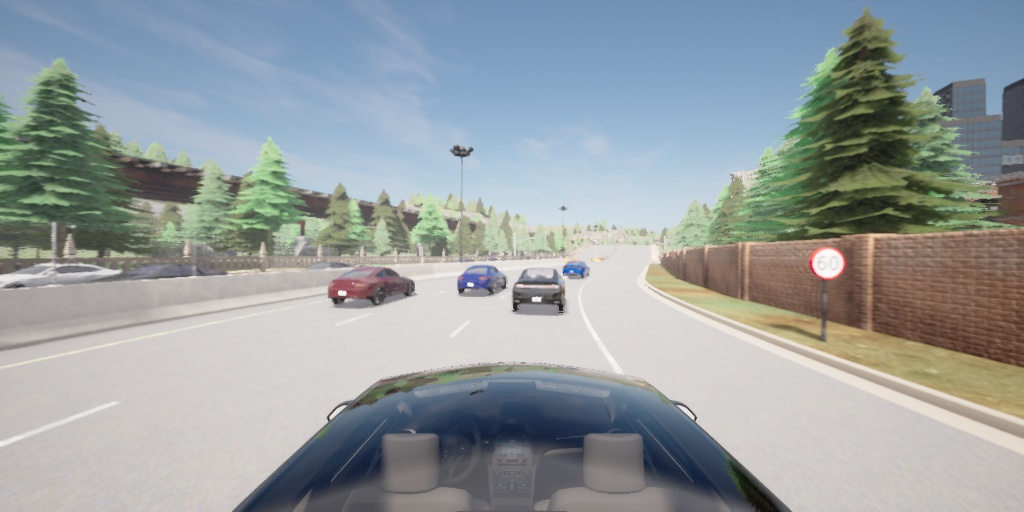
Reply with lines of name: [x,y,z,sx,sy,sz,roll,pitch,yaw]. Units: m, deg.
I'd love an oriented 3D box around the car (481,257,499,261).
car: [-3.593,0.957,56.890,1.837,1.490,4.892,1,0,22]

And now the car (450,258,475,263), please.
car: [-7.609,0.967,56.192,2.033,1.411,5.357,1,0,22]

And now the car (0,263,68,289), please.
car: [-19.978,1.029,15.623,1.812,1.442,4.674,1,0,8]

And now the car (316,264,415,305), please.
car: [-5.756,1.159,15.122,1.812,1.442,4.674,0,0,8]

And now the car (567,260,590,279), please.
car: [5.761,1.134,32.008,1.882,1.535,5.008,1,0,20]

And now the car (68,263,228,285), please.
car: [-16.333,1.077,16.896,2.033,1.411,5.357,1,0,8]

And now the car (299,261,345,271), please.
car: [-11.683,1.070,22.596,1.812,1.442,4.674,0,0,12]

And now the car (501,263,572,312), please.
car: [1.143,1.193,14.011,2.128,1.511,4.902,0,0,8]

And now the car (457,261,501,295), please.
car: [-1.512,1.178,19.132,1.812,1.442,4.674,0,0,11]
